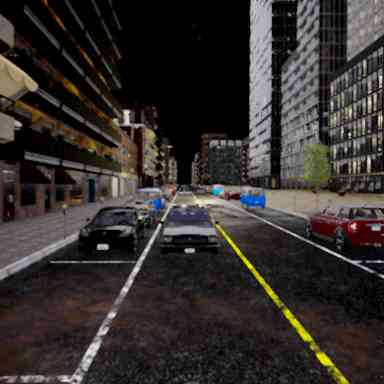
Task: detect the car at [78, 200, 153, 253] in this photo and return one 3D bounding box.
[{"bbox_3d":[-2.702,1.206,12.068,1.947,1.339,4.313,1,2,-2],"label":"car"}]

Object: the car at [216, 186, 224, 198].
[{"bbox_3d":[4.799,0.237,45.848,1.752,1.417,4.829,1,2,-2],"label":"car"}]

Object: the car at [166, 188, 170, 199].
[{"bbox_3d":[-3.133,0.694,28.594,1.752,1.417,4.829,1,2,-2],"label":"car"}]

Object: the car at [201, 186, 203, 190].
[{"bbox_3d":[3.929,-0.685,79.072,1.887,1.381,4.507,1,2,-2],"label":"car"}]

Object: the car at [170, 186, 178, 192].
[{"bbox_3d":[-4.594,-0.833,84.421,1.802,1.307,4.206,1,2,-2],"label":"car"}]

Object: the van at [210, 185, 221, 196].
[{"bbox_3d":[4.515,-0.259,56.805,1.690,1.788,3.998,1,2,-2],"label":"van"}]

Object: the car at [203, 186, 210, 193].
[{"bbox_3d":[4.070,-0.552,73.676,1.752,1.417,4.829,1,2,-2],"label":"car"}]

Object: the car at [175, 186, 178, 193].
[{"bbox_3d":[-3.861,-0.313,56.585,2.192,1.841,5.009,1,2,-2],"label":"car"}]

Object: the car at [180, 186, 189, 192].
[{"bbox_3d":[-1.765,-0.752,78.751,2.128,1.511,4.902,0,1,-2],"label":"car"}]

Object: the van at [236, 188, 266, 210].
[{"bbox_3d":[5.243,0.533,28.978,1.690,1.788,3.998,1,2,-2],"label":"van"}]

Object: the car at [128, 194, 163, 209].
[{"bbox_3d":[-2.847,1.032,17.633,2.008,1.369,4.403,1,2,-2],"label":"car"}]

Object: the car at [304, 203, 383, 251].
[{"bbox_3d":[5.678,1.109,12.283,1.967,1.590,4.097,1,2,-2],"label":"car"}]

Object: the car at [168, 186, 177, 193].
[{"bbox_3d":[-4.303,-0.556,73.288,1.887,1.381,4.507,1,2,-2],"label":"car"}]

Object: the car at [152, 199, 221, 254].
[{"bbox_3d":[-0.121,1.196,12.091,2.033,1.411,5.357,0,2,-1],"label":"car"}]

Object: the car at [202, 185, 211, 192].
[{"bbox_3d":[3.786,-0.947,84.635,1.967,1.590,4.097,1,2,-2],"label":"car"}]

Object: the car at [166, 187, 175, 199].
[{"bbox_3d":[-3.429,0.398,39.894,2.008,1.369,4.403,1,2,-2],"label":"car"}]

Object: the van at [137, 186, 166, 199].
[{"bbox_3d":[-2.988,0.664,23.193,1.690,1.788,3.998,1,2,-2],"label":"van"}]

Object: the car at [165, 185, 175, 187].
[{"bbox_3d":[-3.570,0.218,45.290,1.752,1.417,4.829,1,2,-2],"label":"car"}]

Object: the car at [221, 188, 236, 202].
[{"bbox_3d":[4.948,0.457,40.114,1.802,1.307,4.206,1,2,-2],"label":"car"}]
